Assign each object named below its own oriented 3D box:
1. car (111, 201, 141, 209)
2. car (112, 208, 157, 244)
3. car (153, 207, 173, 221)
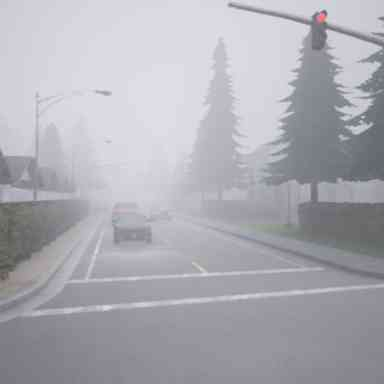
[{"bbox_3d":[-5.703,1.794,28.648,2.150,2.045,5.566,1,-1,-12],"label":"car"},{"bbox_3d":[-3.324,1.863,18.332,1.882,1.535,5.008,1,-1,-13],"label":"car"},{"bbox_3d":[-3.200,2.217,34.117,1.812,1.442,4.674,1,-1,-13],"label":"car"}]
